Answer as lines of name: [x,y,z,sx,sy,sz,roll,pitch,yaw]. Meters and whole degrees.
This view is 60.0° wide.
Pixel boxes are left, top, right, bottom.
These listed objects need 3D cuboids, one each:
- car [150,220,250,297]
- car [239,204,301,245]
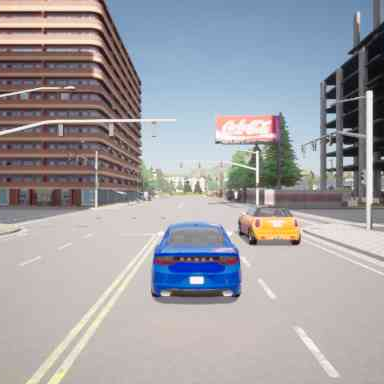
car: [0.084,1.478,8.619,1.882,1.535,5.008,0,0,0]
car: [3.472,1.352,15.708,2.097,1.767,4.553,0,0,0]
